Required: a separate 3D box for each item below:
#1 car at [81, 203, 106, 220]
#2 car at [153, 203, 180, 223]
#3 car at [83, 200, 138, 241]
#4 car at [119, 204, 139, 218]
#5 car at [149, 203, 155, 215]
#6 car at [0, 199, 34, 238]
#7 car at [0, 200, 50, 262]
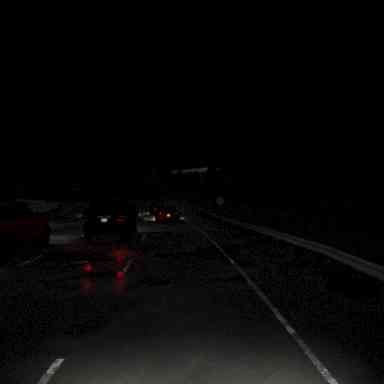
[{"bbox_3d":[-10.083,1.953,34.387,1.837,1.490,4.892,0,-1,-10],"label":"car"},{"bbox_3d":[-2.214,1.938,29.498,1.994,1.385,4.181,0,-1,-8],"label":"car"},{"bbox_3d":[-4.367,1.460,18.325,2.150,2.045,5.566,0,-1,-5],"label":"car"},{"bbox_3d":[-6.847,2.030,36.134,1.994,1.385,4.181,0,-1,-10],"label":"car"},{"bbox_3d":[-4.205,2.049,40.977,1.812,1.442,4.674,0,-1,-11],"label":"car"},{"bbox_3d":[-11.556,1.489,19.833,2.150,2.045,5.566,0,-1,-6],"label":"car"},{"bbox_3d":[-7.443,1.396,12.899,2.150,2.045,5.566,0,-1,-4],"label":"car"}]
